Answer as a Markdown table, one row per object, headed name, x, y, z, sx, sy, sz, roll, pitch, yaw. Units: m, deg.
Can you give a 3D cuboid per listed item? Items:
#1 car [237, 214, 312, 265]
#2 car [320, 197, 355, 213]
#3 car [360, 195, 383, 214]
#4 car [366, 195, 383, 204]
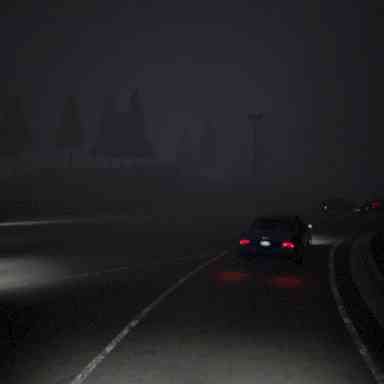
| name | x | y | z | sx | sy | sz | roll | pitch | yaw |
| --- | --- | --- | --- | --- | --- | --- | --- | --- | --- |
| car | 3.040 | 1.470 | 11.564 | 2.033 | 1.411 | 5.357 | 0 | 0 | 23 |
| car | 15.138 | 1.285 | 34.531 | 4.892 | 1.490 | 1.837 | 0 | 0 | -39 |
| car | 18.129 | 1.328 | 32.455 | 4.674 | 1.442 | 1.812 | 0 | 1 | -39 |
| car | 32.423 | 1.198 | 57.754 | 5.357 | 1.411 | 2.033 | 0 | 1 | -39 |
